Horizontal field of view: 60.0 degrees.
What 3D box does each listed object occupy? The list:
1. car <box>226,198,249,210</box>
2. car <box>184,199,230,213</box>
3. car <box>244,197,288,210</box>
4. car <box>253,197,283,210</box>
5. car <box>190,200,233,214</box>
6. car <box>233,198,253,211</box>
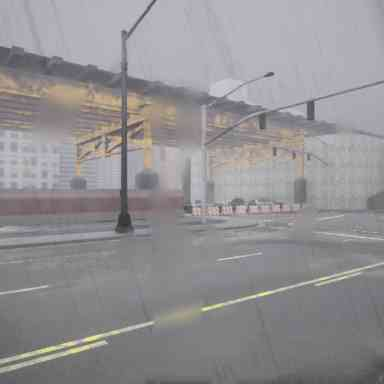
[{"bbox_3d":[5.285,1.295,37.970,1.853,1.218,4.536,0,0,18],"label":"car"},{"bbox_3d":[1.471,1.295,35.245,4.536,1.218,1.853,0,0,8],"label":"car"},{"bbox_3d":[9.183,1.453,41.677,4.974,1.542,2.038,0,0,-7],"label":"car"},{"bbox_3d":[9.131,1.295,41.670,4.536,1.218,1.853,0,0,-7],"label":"car"},{"bbox_3d":[1.522,1.453,35.238,4.974,1.542,2.038,0,0,8],"label":"car"},{"bbox_3d":[5.269,1.453,37.920,2.038,1.542,4.974,0,0,18],"label":"car"}]
